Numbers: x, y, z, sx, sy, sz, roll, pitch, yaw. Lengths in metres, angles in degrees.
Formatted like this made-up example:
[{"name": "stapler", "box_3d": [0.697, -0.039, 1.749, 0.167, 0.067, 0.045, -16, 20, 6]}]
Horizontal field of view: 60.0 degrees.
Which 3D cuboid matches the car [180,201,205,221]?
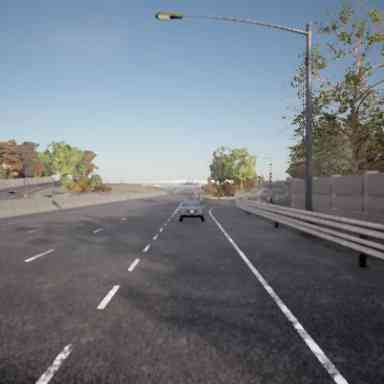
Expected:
[{"name": "car", "box_3d": [0.004, 1.419, 25.841, 2.033, 1.411, 5.357, 0, 0, 0]}]
